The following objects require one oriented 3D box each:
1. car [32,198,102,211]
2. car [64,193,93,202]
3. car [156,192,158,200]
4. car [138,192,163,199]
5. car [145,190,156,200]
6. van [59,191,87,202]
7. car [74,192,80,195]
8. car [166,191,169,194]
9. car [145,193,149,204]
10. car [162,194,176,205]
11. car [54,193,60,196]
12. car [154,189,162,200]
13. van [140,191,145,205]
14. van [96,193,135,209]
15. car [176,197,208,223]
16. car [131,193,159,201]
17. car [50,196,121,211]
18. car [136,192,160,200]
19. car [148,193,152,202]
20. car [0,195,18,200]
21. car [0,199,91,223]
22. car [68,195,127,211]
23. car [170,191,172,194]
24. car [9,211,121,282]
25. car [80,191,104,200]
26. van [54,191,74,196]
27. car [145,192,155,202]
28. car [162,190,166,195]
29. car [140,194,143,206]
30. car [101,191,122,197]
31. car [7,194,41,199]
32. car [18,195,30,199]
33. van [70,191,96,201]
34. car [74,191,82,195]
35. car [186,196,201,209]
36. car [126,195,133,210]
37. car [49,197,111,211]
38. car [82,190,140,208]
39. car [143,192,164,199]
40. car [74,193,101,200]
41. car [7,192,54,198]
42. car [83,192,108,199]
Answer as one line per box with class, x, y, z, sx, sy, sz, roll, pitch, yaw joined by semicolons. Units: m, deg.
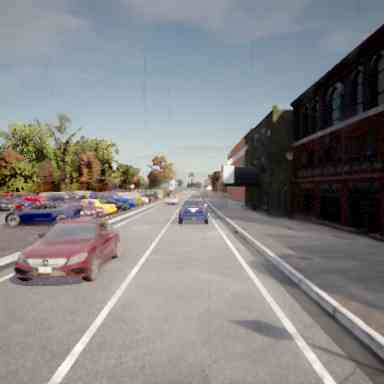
car;-9.389;1.401;24.298;4.674;1.452;2.002;0;0;0
car;-21.725;1.050;63.889;4.892;1.521;2.231;0;1;0
car;-9.169;1.141;61.051;4.674;1.452;2.002;0;1;0
car;-9.267;0.834;75.177;5.366;1.575;1.946;0;1;0
car;-9.215;1.028;58.223;4.553;1.767;2.185;0;1;0
van;-21.854;0.875;61.062;4.442;1.987;1.878;0;1;0
car;-21.804;1.236;55.422;4.792;1.488;2.163;0;1;0
car;-9.017;0.667;86.478;4.674;1.452;2.002;0;1;0
car;-9.237;1.346;49.741;4.674;1.452;2.002;0;1;0
car;-3.213;1.352;52.737;1.895;1.301;4.718;0;1;1
car;-21.822;1.334;46.815;5.008;1.535;2.097;0;0;0
car;-9.178;0.797;63.871;5.566;2.045;2.435;0;1;0
van;-9.369;1.108;46.782;4.442;1.987;1.878;0;0;0
van;-9.402;1.118;41.252;4.442;1.987;1.878;0;0;0
car;0.101;1.303;25.082;2.097;1.767;4.553;0;0;0
car;-9.318;0.992;66.702;5.366;1.575;1.946;0;1;0
car;-9.539;1.352;29.950;5.366;1.575;1.946;0;0;0
car;-9.147;0.817;69.524;4.553;1.767;2.185;0;1;0
car;-9.215;1.299;52.576;4.674;1.452;2.002;0;1;0
car;-21.904;1.350;35.634;4.892;1.521;2.231;0;0;0
car;-9.433;1.393;21.471;4.792;1.488;2.163;0;0;0
car;-9.331;1.352;32.775;5.008;1.535;2.097;0;0;0
car;-8.958;0.466;94.952;5.008;1.535;2.097;0;1;0
car;-3.352;1.522;9.909;1.812;1.442;4.674;0;0;0
car;-21.699;0.767;72.232;4.553;1.767;2.185;0;1;0
van;-21.671;1.033;52.591;4.442;1.987;1.878;0;1;0
car;-9.195;1.206;55.400;5.008;1.535;2.097;0;1;0
car;-8.913;0.887;72.350;5.366;1.575;1.946;0;1;0
car;-9.271;1.381;44.077;4.674;1.452;2.002;0;0;0
car;-21.562;0.576;89.297;4.892;1.521;2.231;0;1;0
car;-21.833;1.373;41.157;4.792;1.488;2.163;0;0;0
car;-21.850;1.376;38.333;4.792;1.488;2.163;0;0;0
van;-21.817;0.770;66.711;4.442;1.987;1.878;0;1;0
car;-21.724;1.030;58.116;4.553;1.767;2.185;0;1;0
car;0.150;1.359;42.939;1.837;1.490;4.892;0;0;0
car;-9.325;1.349;35.600;5.008;1.535;2.097;0;0;0
car;-9.373;1.398;27.123;4.674;1.452;2.002;0;0;0
car;-9.274;1.095;38.425;5.566;2.045;2.435;0;0;0
car;-9.062;0.825;78.002;4.674;1.452;2.002;0;1;0
car;-21.690;0.945;69.411;5.008;1.535;2.097;0;1;0
car;-21.817;1.089;43.980;5.566;2.045;2.435;0;0;0
car;-21.646;0.840;75.057;5.008;1.535;2.097;0;1;0
